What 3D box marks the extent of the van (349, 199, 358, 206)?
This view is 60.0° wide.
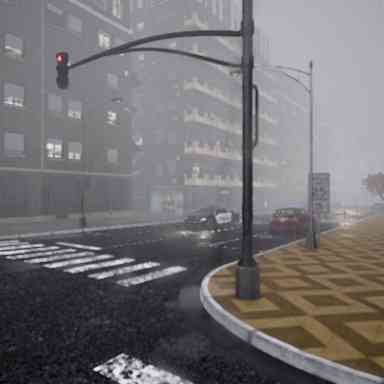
[{"bbox_3d":[41.589,2.727,85.614,1.690,1.788,3.998,-1,-1,35],"label":"van"}]

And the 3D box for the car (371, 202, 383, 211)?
[{"bbox_3d":[32.241,2.513,57.678,1.947,1.339,4.313,-1,-2,35],"label":"car"}]

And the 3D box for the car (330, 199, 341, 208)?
[{"bbox_3d":[28.667,2.348,67.077,2.192,1.841,5.009,-1,-1,35],"label":"car"}]

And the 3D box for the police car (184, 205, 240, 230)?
[{"bbox_3d":[1.322,1.739,23.348,2.038,1.542,4.974,0,-1,35],"label":"police car"}]

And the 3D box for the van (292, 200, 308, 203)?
[{"bbox_3d":[15.709,2.022,48.563,1.690,1.788,3.998,-1,-1,35],"label":"van"}]

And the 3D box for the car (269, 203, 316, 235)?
[{"bbox_3d":[6.325,1.683,20.655,1.967,1.590,4.097,-1,-2,35],"label":"car"}]

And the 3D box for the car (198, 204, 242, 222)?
[{"bbox_3d":[2.654,1.852,29.906,1.752,1.417,4.829,-1,-1,35],"label":"car"}]

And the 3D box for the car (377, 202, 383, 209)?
[{"bbox_3d":[38.721,2.674,66.934,2.008,1.369,4.403,-1,-2,35],"label":"car"}]
